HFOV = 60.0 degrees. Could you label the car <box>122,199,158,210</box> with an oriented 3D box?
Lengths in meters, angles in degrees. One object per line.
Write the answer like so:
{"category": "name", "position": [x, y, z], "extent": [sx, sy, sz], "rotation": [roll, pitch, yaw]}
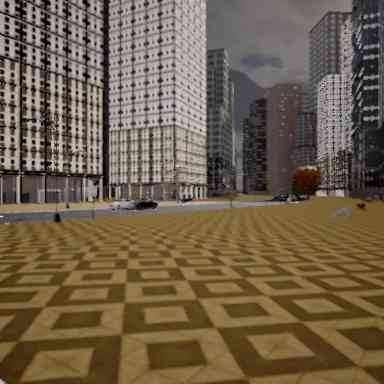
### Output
{"category": "car", "position": [-6.868, 1.670, 46.569], "extent": [2.128, 1.511, 4.902], "rotation": [0, 0, 34]}

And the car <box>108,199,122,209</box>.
{"category": "car", "position": [-9.927, 1.707, 47.828], "extent": [1.812, 1.442, 4.674], "rotation": [0, 0, 34]}
